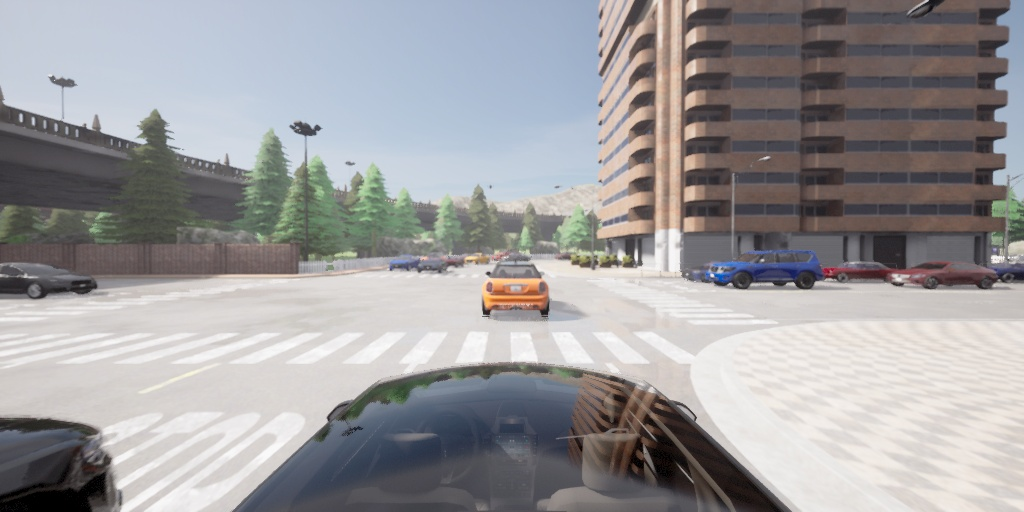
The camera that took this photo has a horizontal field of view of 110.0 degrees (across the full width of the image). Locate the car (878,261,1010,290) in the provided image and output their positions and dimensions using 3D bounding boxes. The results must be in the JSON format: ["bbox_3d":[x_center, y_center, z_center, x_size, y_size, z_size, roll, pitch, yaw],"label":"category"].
[{"bbox_3d":[23.335,1.012,19.481,4.674,1.442,1.812,0,1,0],"label":"car"}]

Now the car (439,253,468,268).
[{"bbox_3d":[-6.712,0.653,40.655,1.895,1.301,4.718,0,1,5],"label":"car"}]

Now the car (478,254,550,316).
[{"bbox_3d":[0.105,0.948,12.755,2.097,1.767,4.553,0,1,0],"label":"car"}]

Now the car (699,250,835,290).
[{"bbox_3d":[13.654,0.708,19.508,5.566,2.045,2.150,0,1,0],"label":"car"}]

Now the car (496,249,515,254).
[{"bbox_3d":[-1.029,-0.124,62.778,2.150,2.045,5.566,1,1,42],"label":"car"}]

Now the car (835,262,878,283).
[{"bbox_3d":[21.982,1.024,22.995,4.718,1.301,1.895,0,1,0],"label":"car"}]

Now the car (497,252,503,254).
[{"bbox_3d":[0.115,0.259,58.388,1.812,1.442,4.674,1,1,38],"label":"car"}]

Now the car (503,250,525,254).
[{"bbox_3d":[1.213,0.309,53.706,2.128,1.511,4.902,0,1,31],"label":"car"}]

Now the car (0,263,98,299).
[{"bbox_3d":[-21.431,1.056,15.885,4.892,1.490,1.837,0,1,0],"label":"car"}]

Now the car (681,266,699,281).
[{"bbox_3d":[13.221,0.987,23.030,4.181,1.385,1.994,0,1,-1],"label":"car"}]

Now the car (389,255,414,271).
[{"bbox_3d":[-10.366,0.630,35.048,1.882,1.535,5.008,0,1,2],"label":"car"}]

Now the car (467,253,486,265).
[{"bbox_3d":[-4.747,0.369,49.585,1.882,1.535,5.008,0,1,21],"label":"car"}]

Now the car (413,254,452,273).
[{"bbox_3d":[-6.984,0.773,31.899,1.994,1.385,4.181,0,1,1],"label":"car"}]

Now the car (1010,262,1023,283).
[{"bbox_3d":[32.139,1.025,22.951,4.718,1.301,1.895,0,1,0],"label":"car"}]

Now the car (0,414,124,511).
[{"bbox_3d":[-3.400,1.268,0.219,2.128,1.511,4.902,0,1,0],"label":"car"}]

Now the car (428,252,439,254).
[{"bbox_3d":[-9.658,0.343,44.036,2.097,1.767,4.553,0,1,11],"label":"car"}]
